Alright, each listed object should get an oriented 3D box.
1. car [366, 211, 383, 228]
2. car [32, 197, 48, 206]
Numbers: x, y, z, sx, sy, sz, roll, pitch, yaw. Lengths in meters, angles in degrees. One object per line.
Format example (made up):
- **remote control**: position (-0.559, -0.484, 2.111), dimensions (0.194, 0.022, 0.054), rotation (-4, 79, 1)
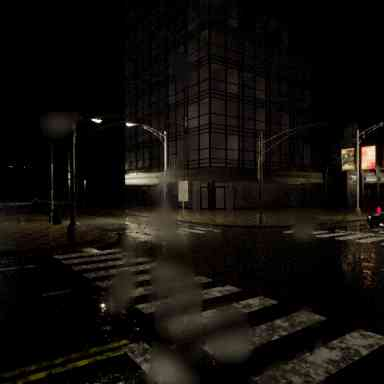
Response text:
- **car**: position (12.960, 1.605, 20.811), dimensions (4.718, 1.301, 1.895), rotation (0, 0, -35)
- **car**: position (-27.059, 1.681, 59.145), dimensions (2.033, 1.411, 5.357), rotation (0, 0, -34)
